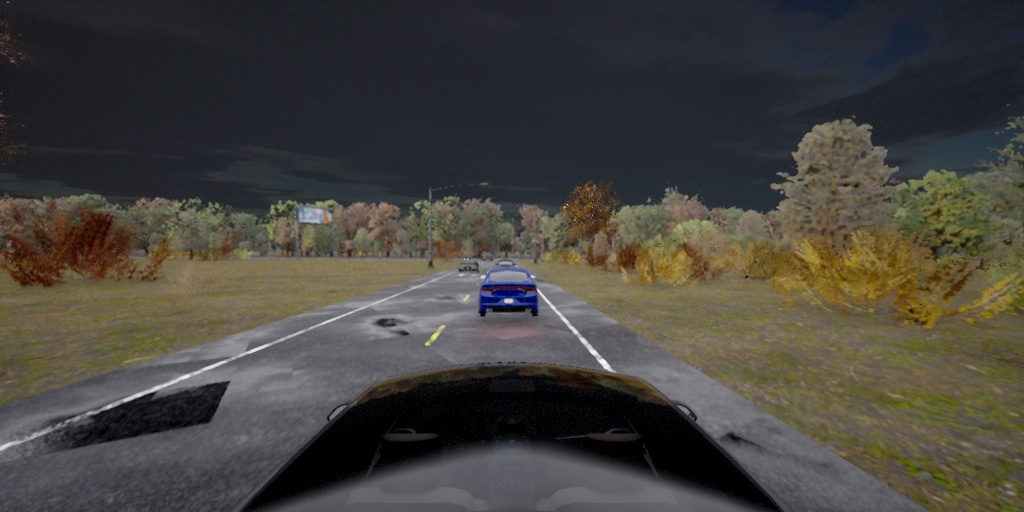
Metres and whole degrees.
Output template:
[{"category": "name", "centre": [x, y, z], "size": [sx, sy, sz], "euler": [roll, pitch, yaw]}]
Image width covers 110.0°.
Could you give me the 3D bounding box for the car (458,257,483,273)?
[{"category": "car", "centre": [-4.390, 1.039, 37.121], "size": [1.994, 1.385, 4.181], "euler": [0, 0, -1]}]

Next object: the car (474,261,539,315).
[{"category": "car", "centre": [-0.142, 1.140, 13.054], "size": [1.882, 1.535, 5.008], "euler": [0, 1, -1]}]

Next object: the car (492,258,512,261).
[{"category": "car", "centre": [-0.561, 1.045, 31.294], "size": [1.812, 1.442, 4.674], "euler": [0, 0, -1]}]
